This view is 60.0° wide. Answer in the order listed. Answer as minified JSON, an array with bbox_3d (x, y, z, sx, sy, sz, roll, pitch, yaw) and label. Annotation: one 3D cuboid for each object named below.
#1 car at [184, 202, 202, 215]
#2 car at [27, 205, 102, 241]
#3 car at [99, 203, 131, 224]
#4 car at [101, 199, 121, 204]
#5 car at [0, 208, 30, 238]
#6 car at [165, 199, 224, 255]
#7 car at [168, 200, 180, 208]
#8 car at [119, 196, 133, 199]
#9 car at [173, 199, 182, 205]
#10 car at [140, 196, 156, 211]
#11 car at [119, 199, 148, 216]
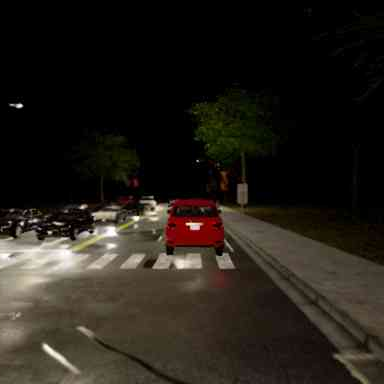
[{"bbox_3d":[0.101,1.903,39.396,2.033,1.411,5.357,0,-1,0],"label":"car"},{"bbox_3d":[-6.595,1.662,17.882,1.837,1.490,4.892,0,-1,0],"label":"car"},{"bbox_3d":[-6.590,1.841,27.138,1.895,1.301,4.718,0,-1,1],"label":"car"},{"bbox_3d":[-9.773,1.892,38.266,2.033,1.411,5.357,0,-1,0],"label":"car"},{"bbox_3d":[-9.846,1.669,18.666,1.837,1.490,4.892,0,-1,0],"label":"car"},{"bbox_3d":[0.098,1.345,14.063,2.150,2.045,5.566,0,0,0],"label":"car"},{"bbox_3d":[-3.175,2.155,59.952,1.895,1.301,4.718,0,-1,0],"label":"car"},{"bbox_3d":[-9.749,1.666,48.614,2.150,2.045,5.566,0,-1,0],"label":"car"},{"bbox_3d":[-3.249,2.268,76.603,1.994,1.385,4.181,0,-1,0],"label":"car"},{"bbox_3d":[-6.520,1.661,48.144,2.150,2.045,5.566,0,-1,0],"label":"car"},{"bbox_3d":[-6.537,1.842,37.466,1.837,1.490,4.892,0,-1,0],"label":"car"}]
